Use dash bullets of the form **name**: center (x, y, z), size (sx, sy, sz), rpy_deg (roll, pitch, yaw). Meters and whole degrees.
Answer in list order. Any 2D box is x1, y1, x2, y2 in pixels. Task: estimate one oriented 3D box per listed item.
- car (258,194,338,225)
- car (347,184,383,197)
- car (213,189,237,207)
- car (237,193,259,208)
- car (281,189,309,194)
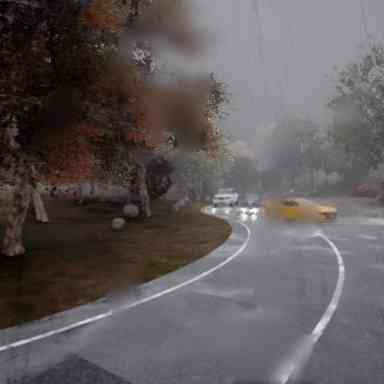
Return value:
- **car**: center (6.836, 1.137, 21.373), size (1.882, 1.535, 5.008), rpy_deg (-2, 1, -31)
- **car**: center (26.934, -0.170, 51.240), size (5.566, 2.045, 2.150), rpy_deg (0, 1, 10)
- **car**: center (4.081, 0.636, 39.643), size (2.150, 2.045, 5.566), rpy_deg (-1, 1, 18)
- **car**: center (6.719, 0.878, 37.268), size (2.128, 1.511, 4.902), rpy_deg (-1, 1, 15)
- **car**: center (16.346, 0.298, 53.075), size (4.892, 1.490, 1.837), rpy_deg (-2, 0, -19)
